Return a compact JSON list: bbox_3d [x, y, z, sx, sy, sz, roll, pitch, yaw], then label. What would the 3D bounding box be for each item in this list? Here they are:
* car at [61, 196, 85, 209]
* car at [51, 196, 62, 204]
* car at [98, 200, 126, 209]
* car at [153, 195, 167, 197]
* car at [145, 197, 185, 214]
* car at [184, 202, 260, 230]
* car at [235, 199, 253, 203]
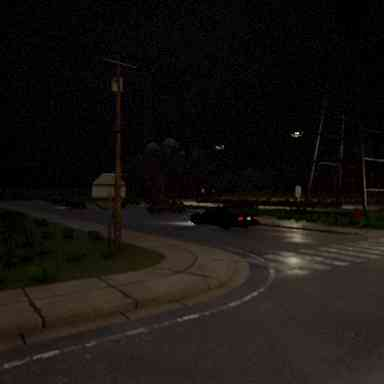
[{"bbox_3d":[-16.369,1.576,46.566,1.812,1.442,4.674,0,0,-37],"label":"car"},{"bbox_3d":[-25.439,1.544,65.729,4.611,1.667,2.242,0,0,-36],"label":"car"},{"bbox_3d":[-11.144,1.378,46.194,3.866,1.878,1.905,0,0,-36],"label":"car"},{"bbox_3d":[-6.465,1.424,62.245,4.605,1.855,1.932,0,0,-36],"label":"car"},{"bbox_3d":[-2.725,1.574,35.649,4.193,1.474,1.816,0,0,-36],"label":"car"},{"bbox_3d":[1.955,1.599,21.456,2.033,1.411,5.357,0,0,-33],"label":"car"},{"bbox_3d":[6.953,1.636,44.208,3.905,1.438,1.784,0,0,-36],"label":"car"}]
